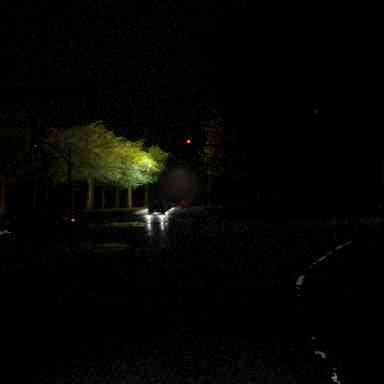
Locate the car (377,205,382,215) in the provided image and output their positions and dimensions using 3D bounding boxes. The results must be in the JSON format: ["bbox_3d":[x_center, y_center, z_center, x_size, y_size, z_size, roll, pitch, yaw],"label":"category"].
[{"bbox_3d":[14.235,0.985,20.636,4.718,1.301,1.895,-2,-1,5],"label":"car"}]

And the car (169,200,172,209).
[{"bbox_3d":[-4.405,2.079,49.085,1.812,1.442,4.674,0,-1,-1],"label":"car"}]

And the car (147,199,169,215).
[{"bbox_3d":[-4.196,1.902,40.092,1.837,1.490,4.892,0,-1,-1],"label":"car"}]

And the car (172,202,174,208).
[{"bbox_3d":[-4.607,2.073,58.017,2.097,1.767,4.553,0,-1,-1],"label":"car"}]

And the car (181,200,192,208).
[{"bbox_3d":[-1.047,2.306,62.987,1.882,1.535,5.008,0,-1,-1],"label":"car"}]

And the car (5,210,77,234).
[{"bbox_3d":[-9.600,1.846,21.320,4.181,1.385,1.994,-2,-1,2],"label":"car"}]

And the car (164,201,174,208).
[{"bbox_3d":[-4.787,2.580,68.762,1.895,1.301,4.718,0,-2,-1],"label":"car"}]
